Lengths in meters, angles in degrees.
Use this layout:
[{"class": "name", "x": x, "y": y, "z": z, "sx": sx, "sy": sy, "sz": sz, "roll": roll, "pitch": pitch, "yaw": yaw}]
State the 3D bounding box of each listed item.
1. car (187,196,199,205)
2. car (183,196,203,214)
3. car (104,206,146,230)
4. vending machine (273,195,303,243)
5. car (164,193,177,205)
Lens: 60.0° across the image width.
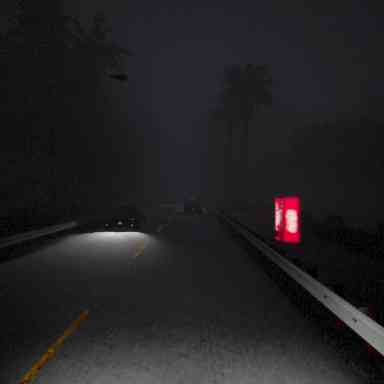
[{"class": "car", "x": 0.113, "y": 1.509, "z": 62.100, "sx": 2.128, "sy": 1.511, "sz": 4.902, "roll": 0, "pitch": 0, "yaw": 0}, {"class": "car", "x": 0.107, "y": 1.502, "z": 35.246, "sx": 2.128, "sy": 1.511, "sz": 4.902, "roll": 0, "pitch": 0, "yaw": 0}, {"class": "car", "x": -4.081, "y": 1.570, "z": 20.778, "sx": 1.994, "sy": 1.385, "sz": 4.181, "roll": 0, "pitch": 0, "yaw": 0}, {"class": "vending machine", "x": 4.304, "y": 1.200, "z": 14.987, "sx": 1.100, "sy": 2.100, "sz": 0.880, "roll": 0, "pitch": 0, "yaw": 0}, {"class": "car", "x": -3.997, "y": 1.250, "z": 61.685, "sx": 2.150, "sy": 2.045, "sz": 5.566, "roll": 0, "pitch": 0, "yaw": 0}]
